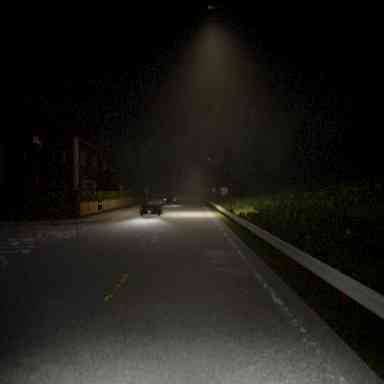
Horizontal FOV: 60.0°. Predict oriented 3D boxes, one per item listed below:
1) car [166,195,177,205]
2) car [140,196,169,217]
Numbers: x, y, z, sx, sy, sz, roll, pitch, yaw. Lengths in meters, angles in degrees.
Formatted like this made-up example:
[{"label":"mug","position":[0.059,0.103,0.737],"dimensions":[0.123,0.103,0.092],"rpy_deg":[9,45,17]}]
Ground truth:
[{"label":"car","position":[-3.512,1.215,54.348],"dimensions":[2.097,1.767,4.553],"rpy_deg":[0,0,0]},{"label":"car","position":[-3.594,1.415,30.452],"dimensions":[2.128,1.511,4.902],"rpy_deg":[0,0,0]}]
